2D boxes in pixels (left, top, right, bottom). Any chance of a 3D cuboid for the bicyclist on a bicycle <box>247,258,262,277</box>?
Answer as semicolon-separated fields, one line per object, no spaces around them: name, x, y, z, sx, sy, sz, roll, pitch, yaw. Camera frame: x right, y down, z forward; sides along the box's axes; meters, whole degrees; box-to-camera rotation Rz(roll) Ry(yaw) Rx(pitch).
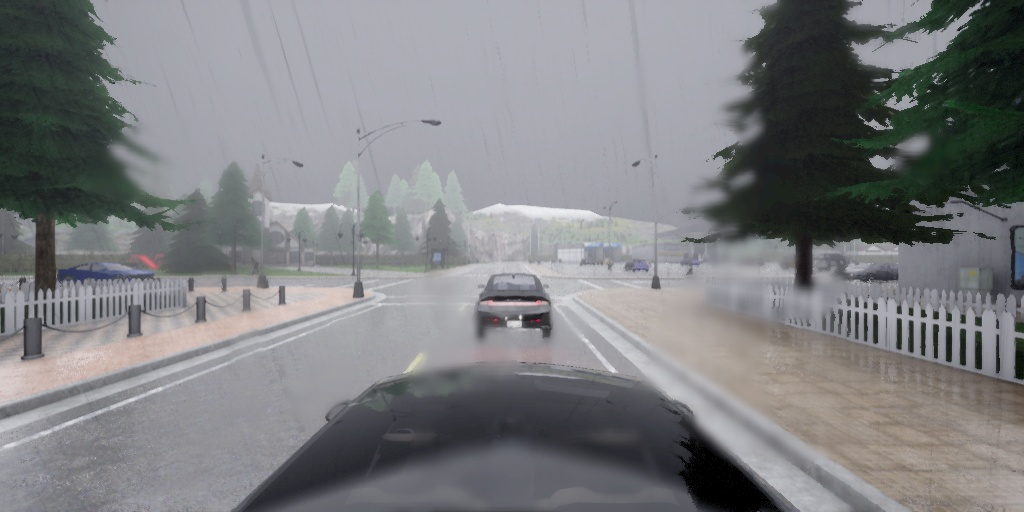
bicyclist on a bicycle;-21.853;0.980;30.449;0.582;1.620;1.656;0;0;0

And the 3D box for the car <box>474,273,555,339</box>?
car;0.047;1.226;9.996;2.128;1.511;4.902;0;0;0

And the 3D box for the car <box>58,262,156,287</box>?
car;-25.850;1.171;22.998;5.008;1.535;1.882;0;0;0

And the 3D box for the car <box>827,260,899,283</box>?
car;26.855;1.234;26.295;5.357;1.411;2.033;0;0;0
